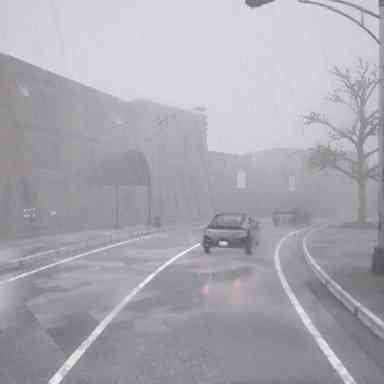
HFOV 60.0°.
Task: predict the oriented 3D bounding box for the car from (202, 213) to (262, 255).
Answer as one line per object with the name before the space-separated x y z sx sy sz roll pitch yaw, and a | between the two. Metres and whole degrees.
car | 1.783 1.634 13.958 2.128 1.511 4.902 0 -1 16

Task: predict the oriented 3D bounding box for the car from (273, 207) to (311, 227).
car | 8.126 1.930 26.793 2.128 1.511 4.902 0 -1 36
